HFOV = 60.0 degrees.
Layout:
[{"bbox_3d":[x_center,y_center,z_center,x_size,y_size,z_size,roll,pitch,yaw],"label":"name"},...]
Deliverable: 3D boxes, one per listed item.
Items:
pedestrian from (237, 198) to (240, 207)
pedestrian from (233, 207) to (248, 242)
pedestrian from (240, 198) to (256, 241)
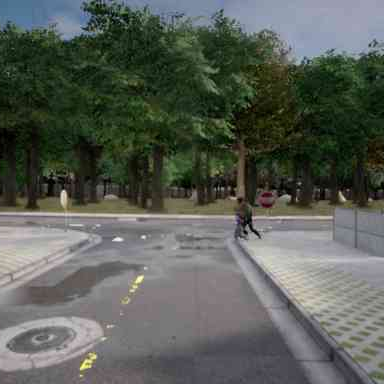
[{"bbox_3d":[2.281,1.133,15.001,0.375,1.860,0.375,-1,1,0],"label":"pedestrian"},{"bbox_3d":[1.981,1.407,13.764,0.375,1.300,0.375,-1,1,0],"label":"pedestrian"},{"bbox_3d":[2.427,1.130,14.401,0.375,1.860,0.375,-1,1,0],"label":"pedestrian"}]
